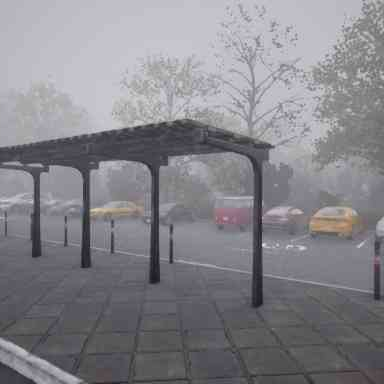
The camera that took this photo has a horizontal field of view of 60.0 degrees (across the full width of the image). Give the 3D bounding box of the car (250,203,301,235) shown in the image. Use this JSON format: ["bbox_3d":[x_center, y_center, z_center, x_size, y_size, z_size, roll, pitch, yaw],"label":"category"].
[{"bbox_3d":[5.345,1.527,18.890,2.002,1.452,4.674,0,0,35],"label":"car"}]

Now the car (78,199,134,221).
[{"bbox_3d":[-6.077,1.414,26.774,1.946,1.575,5.366,0,0,35],"label":"car"}]

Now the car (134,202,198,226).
[{"bbox_3d":[-1.459,1.475,23.688,2.163,1.488,4.792,0,0,35],"label":"car"}]

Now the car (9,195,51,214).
[{"bbox_3d":[-15.019,1.362,33.355,2.097,1.535,5.008,0,0,35],"label":"car"}]

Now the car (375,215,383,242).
[{"bbox_3d":[9.873,1.556,15.677,2.002,1.452,4.674,0,0,35],"label":"car"}]

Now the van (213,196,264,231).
[{"bbox_3d":[3.152,1.247,20.593,1.878,1.987,4.442,0,0,35],"label":"van"}]

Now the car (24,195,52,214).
[{"bbox_3d":[-12.755,1.375,31.749,2.097,1.535,5.008,0,0,35],"label":"car"}]

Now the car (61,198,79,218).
[{"bbox_3d":[-8.216,1.433,28.555,2.163,1.488,4.792,0,0,35],"label":"car"}]

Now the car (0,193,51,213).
[{"bbox_3d":[-17.301,1.097,34.934,2.435,2.045,5.566,0,0,35],"label":"car"}]

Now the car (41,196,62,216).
[{"bbox_3d":[-10.491,1.391,30.143,2.231,1.521,4.892,0,0,35],"label":"car"}]

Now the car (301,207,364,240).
[{"bbox_3d":[7.608,1.501,17.281,2.097,1.535,5.008,0,0,35],"label":"car"}]
